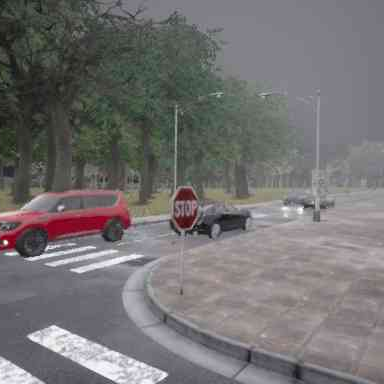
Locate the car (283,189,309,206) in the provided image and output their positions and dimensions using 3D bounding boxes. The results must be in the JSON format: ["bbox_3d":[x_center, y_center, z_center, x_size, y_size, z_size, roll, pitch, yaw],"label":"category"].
[{"bbox_3d":[11.115,0.493,34.446,2.097,1.767,4.553,1,2,36],"label":"car"}]

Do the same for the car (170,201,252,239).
[{"bbox_3d":[1.046,1.152,15.453,1.882,1.535,5.008,1,2,36],"label":"car"}]

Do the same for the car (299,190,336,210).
[{"bbox_3d":[11.586,0.827,30.082,1.994,1.385,4.181,1,2,36],"label":"car"}]

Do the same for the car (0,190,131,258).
[{"bbox_3d":[-4.775,0.981,12.414,2.150,2.045,5.566,1,2,36],"label":"car"}]
